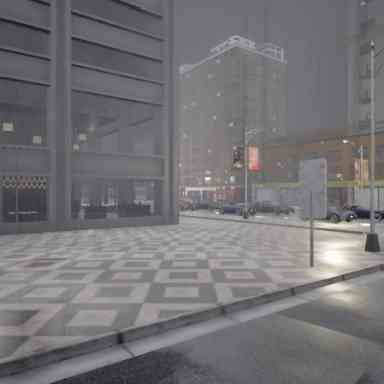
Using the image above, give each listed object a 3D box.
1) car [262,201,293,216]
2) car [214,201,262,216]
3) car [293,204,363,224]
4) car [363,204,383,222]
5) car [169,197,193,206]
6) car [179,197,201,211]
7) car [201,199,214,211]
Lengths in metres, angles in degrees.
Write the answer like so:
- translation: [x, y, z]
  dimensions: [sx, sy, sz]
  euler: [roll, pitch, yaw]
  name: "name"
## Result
- translation: [8.018, 1.632, 34.519]
  dimensions: [2.033, 1.411, 5.357]
  euler: [0, 0, -36]
  name: "car"
- translation: [4.583, 1.654, 33.738]
  dimensions: [1.994, 1.385, 4.181]
  euler: [0, 0, -36]
  name: "car"
- translation: [10.394, 1.616, 25.680]
  dimensions: [1.994, 1.385, 4.181]
  euler: [0, 0, -36]
  name: "car"
- translation: [13.665, 1.648, 26.698]
  dimensions: [1.895, 1.301, 4.718]
  euler: [0, 0, -36]
  name: "car"
- translation: [-2.045, 1.635, 59.909]
  dimensions: [1.882, 1.535, 5.008]
  euler: [0, 0, -36]
  name: "car"
- translation: [-1.286, 1.687, 41.885]
  dimensions: [1.994, 1.385, 4.181]
  euler: [0, 0, -35]
  name: "car"
- translation: [2.045, 1.666, 42.806]
  dimensions: [2.033, 1.411, 5.357]
  euler: [0, 0, -36]
  name: "car"
